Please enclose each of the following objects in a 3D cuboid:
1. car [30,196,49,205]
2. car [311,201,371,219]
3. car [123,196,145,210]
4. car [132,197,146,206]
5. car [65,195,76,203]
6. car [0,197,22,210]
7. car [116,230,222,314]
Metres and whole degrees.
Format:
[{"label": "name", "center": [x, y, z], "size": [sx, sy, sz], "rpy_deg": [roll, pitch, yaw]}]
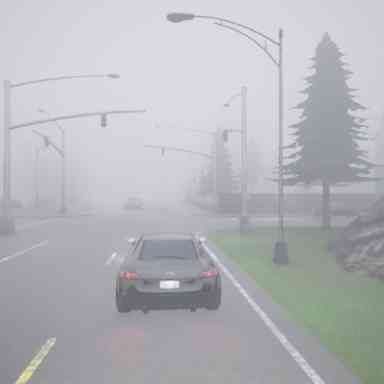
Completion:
[{"label": "car", "center": [-25.960, 1.419, 56.713], "size": [1.970, 1.475, 3.806], "rpy_deg": [0, 0, -5]}, {"label": "car", "center": [12.681, 1.507, 28.391], "size": [4.902, 1.511, 2.128], "rpy_deg": [0, 0, -7]}, {"label": "car", "center": [-7.660, 1.378, 43.126], "size": [2.097, 1.767, 4.553], "rpy_deg": [0, 0, -5]}, {"label": "car", "center": [-8.910, 1.597, 56.212], "size": [1.994, 1.385, 4.181], "rpy_deg": [0, 0, -5]}, {"label": "car", "center": [-23.631, 1.413, 64.363], "size": [1.845, 1.501, 3.633], "rpy_deg": [0, 0, -5]}, {"label": "car", "center": [-21.376, 1.363, 38.427], "size": [2.007, 1.523, 4.514], "rpy_deg": [0, 0, -5]}, {"label": "car", "center": [-0.567, 1.569, 7.743], "size": [1.994, 1.385, 4.181], "rpy_deg": [0, 0, -5]}]
